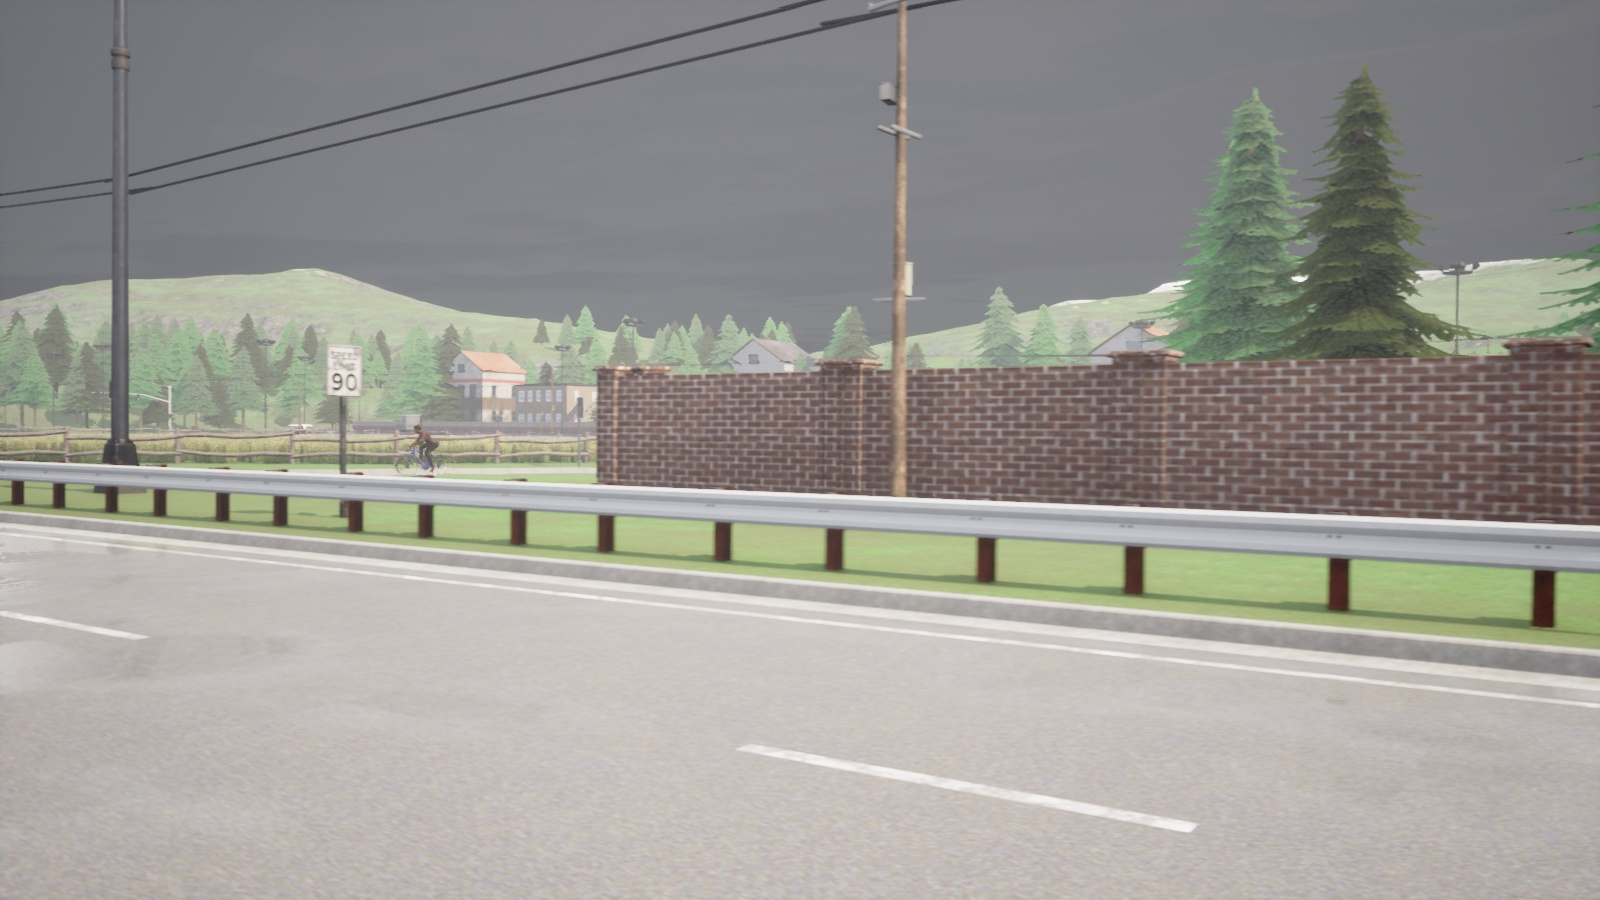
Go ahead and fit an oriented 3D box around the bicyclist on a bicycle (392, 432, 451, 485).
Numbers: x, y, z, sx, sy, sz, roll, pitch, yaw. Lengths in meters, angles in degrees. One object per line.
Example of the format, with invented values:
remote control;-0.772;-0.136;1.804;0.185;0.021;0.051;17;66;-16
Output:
bicyclist on a bicycle;-11.834;0.255;39.263;1.656;1.620;0.582;-1;1;-31
